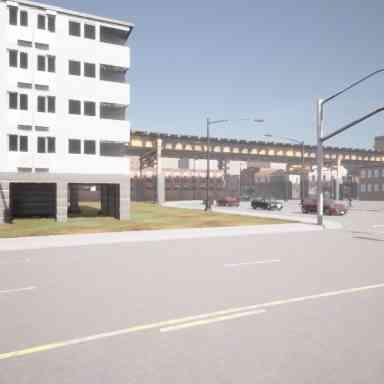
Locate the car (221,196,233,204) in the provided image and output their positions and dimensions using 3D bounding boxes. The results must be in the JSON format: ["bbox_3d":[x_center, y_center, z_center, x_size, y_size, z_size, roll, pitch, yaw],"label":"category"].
[{"bbox_3d":[6.841,1.491,64.772,2.128,1.511,4.902,0,0,9],"label":"car"}]

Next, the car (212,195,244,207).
[{"bbox_3d":[5.367,1.478,50.095,1.882,1.535,5.008,0,0,-22],"label":"car"}]

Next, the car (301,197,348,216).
[{"bbox_3d":[13.110,1.352,33.080,2.097,1.767,4.553,0,0,-25],"label":"car"}]

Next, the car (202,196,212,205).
[{"bbox_3d":[2.911,1.506,60.027,1.837,1.490,4.892,0,0,-1],"label":"car"}]

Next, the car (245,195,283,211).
[{"bbox_3d":[9.244,1.491,41.354,2.128,1.511,4.902,0,0,-25],"label":"car"}]

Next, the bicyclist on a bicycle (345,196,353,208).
[{"bbox_3d":[20.436,1.303,43.310,1.656,1.620,0.582,0,0,-25],"label":"bicyclist on a bicycle"}]

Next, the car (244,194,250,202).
[{"bbox_3d":[11.879,1.525,75.701,2.128,1.511,4.902,0,0,41],"label":"car"}]
